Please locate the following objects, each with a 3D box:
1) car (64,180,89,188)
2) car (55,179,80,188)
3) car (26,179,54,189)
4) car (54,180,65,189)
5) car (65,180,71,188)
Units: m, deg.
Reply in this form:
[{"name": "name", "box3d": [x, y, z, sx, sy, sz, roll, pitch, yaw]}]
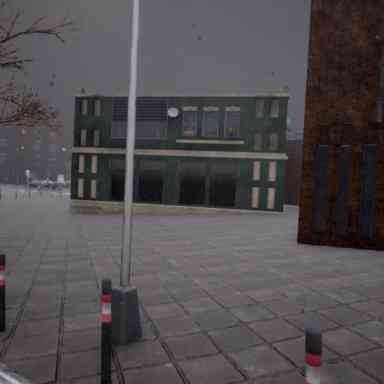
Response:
[{"name": "car", "box3d": [-25.459, -1.726, 73.133, 4.892, 1.521, 2.231, 3, 3, 20]}, {"name": "car", "box3d": [-26.354, -1.777, 70.517, 4.553, 1.767, 2.185, 3, 3, 20]}, {"name": "car", "box3d": [-29.159, -1.567, 62.734, 4.553, 1.767, 2.185, 3, 2, 20]}, {"name": "car", "box3d": [-28.263, -1.511, 65.350, 5.008, 1.535, 2.097, 3, 2, 20]}, {"name": "car", "box3d": [-27.323, -1.542, 67.941, 4.674, 1.452, 2.002, 3, 3, 20]}]
